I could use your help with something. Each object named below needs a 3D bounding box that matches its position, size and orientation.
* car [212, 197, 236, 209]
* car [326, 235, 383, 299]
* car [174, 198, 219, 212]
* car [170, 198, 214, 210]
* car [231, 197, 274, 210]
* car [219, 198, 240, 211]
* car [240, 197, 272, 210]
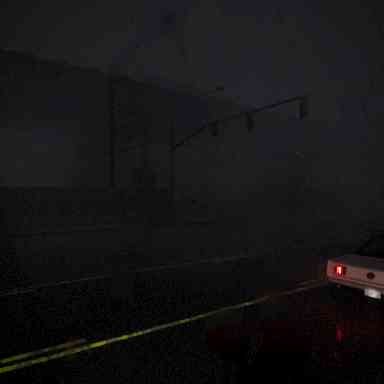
[{"bbox_3d":[3.868,1.295,39.152,1.853,1.218,4.536,0,0,18],"label":"car"},{"bbox_3d":[5.180,1.601,7.470,4.718,1.301,1.895,0,0,-35],"label":"car"},{"bbox_3d":[0.107,1.452,36.418,4.974,1.542,2.038,0,0,8],"label":"car"},{"bbox_3d":[0.056,1.295,36.425,4.536,1.218,1.853,0,0,8],"label":"car"},{"bbox_3d":[7.762,1.452,42.863,4.974,1.542,2.038,0,0,-7],"label":"car"},{"bbox_3d":[3.852,1.452,39.103,2.038,1.542,4.974,0,0,18],"label":"car"},{"bbox_3d":[7.710,1.295,42.856,4.536,1.218,1.853,0,0,-7],"label":"car"}]
